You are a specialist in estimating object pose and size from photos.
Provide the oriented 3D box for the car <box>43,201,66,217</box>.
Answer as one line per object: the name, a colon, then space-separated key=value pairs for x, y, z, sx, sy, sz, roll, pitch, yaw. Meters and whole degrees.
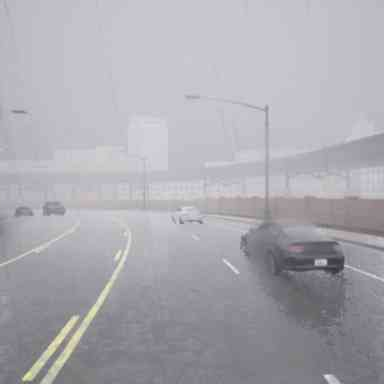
car: x=-18.650 y=2.248 z=44.950 sx=2.150 sy=2.045 sz=5.566 roll=0 pitch=-2 yaw=-31

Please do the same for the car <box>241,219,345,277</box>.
car: x=2.871 y=1.555 z=10.282 sx=1.812 sy=1.442 sz=4.674 roll=0 pitch=-1 yaw=-6

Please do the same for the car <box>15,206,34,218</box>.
car: x=-22.267 y=2.587 z=44.136 sx=1.812 sy=1.442 sz=4.674 roll=0 pitch=-2 yaw=-33

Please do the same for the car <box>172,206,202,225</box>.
car: x=-0.441 y=1.932 z=28.050 sx=1.812 sy=1.442 sz=4.674 roll=0 pitch=-1 yaw=-15
